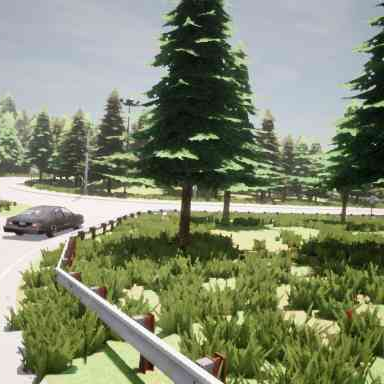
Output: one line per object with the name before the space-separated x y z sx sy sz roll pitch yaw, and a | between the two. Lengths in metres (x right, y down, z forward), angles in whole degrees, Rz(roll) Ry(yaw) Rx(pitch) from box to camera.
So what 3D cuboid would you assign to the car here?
car | -7.386 1.408 17.281 2.033 1.411 5.357 4 1 3
